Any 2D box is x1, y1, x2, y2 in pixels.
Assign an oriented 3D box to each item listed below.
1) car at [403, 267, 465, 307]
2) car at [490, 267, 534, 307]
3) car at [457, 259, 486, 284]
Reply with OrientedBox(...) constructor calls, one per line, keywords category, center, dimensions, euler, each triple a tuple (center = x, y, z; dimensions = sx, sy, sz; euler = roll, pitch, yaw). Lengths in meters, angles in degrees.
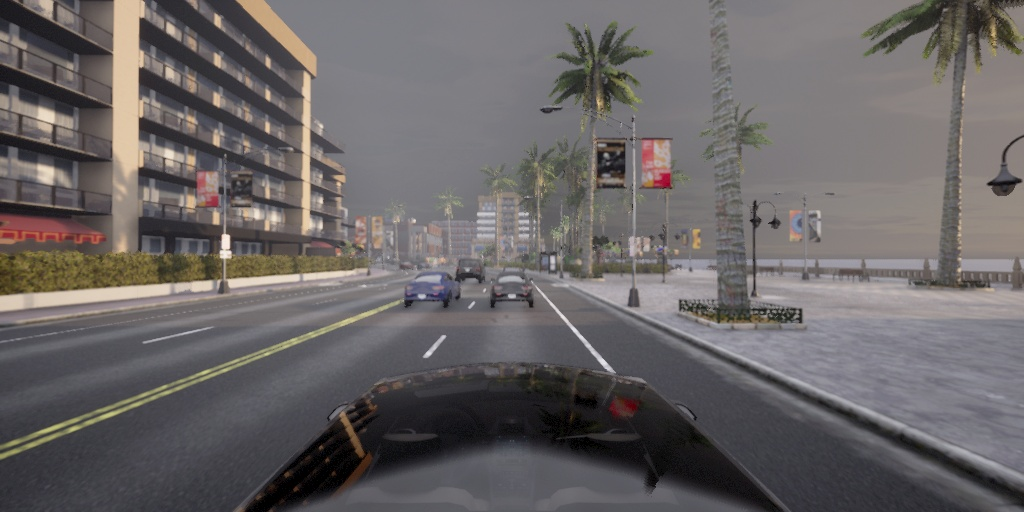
OrientedBox(category="car", center=(-3.495, 1.411, 16.218), dimensions=(1.812, 1.442, 4.674), euler=(0, 0, 0))
OrientedBox(category="car", center=(0.005, 1.411, 16.215), dimensions=(1.812, 1.442, 4.674), euler=(0, 0, 0))
OrientedBox(category="car", center=(-3.501, 1.238, 30.864), dimensions=(2.150, 2.045, 5.566), euler=(0, 0, 0))
